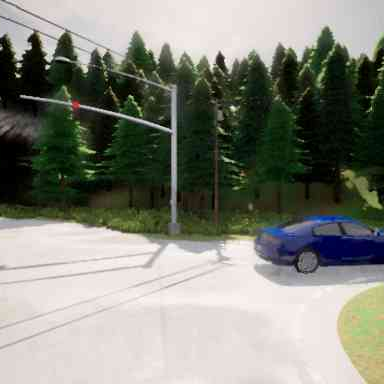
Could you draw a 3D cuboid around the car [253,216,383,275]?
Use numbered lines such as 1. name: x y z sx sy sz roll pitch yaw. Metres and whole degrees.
1. car: 4.408 1.499 10.241 5.008 1.535 1.882 0 1 -10
